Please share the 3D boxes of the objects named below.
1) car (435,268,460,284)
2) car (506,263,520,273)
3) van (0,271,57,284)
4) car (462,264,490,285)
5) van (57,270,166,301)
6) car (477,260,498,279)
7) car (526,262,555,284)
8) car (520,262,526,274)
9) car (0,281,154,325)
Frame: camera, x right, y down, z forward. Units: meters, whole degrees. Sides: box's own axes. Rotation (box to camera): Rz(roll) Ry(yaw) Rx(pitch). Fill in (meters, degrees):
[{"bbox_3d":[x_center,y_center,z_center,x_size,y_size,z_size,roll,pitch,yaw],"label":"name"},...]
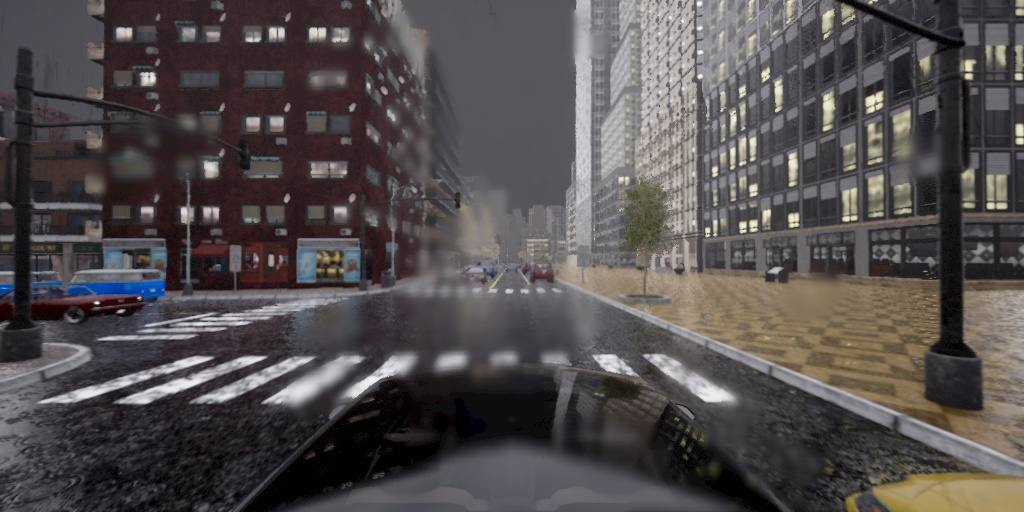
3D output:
[{"bbox_3d":[-5.695,1.709,32.137,2.007,1.370,4.403,0,0,0],"label":"car"},{"bbox_3d":[-0.009,2.063,60.921,2.128,1.511,4.902,0,-1,0],"label":"car"},{"bbox_3d":[-26.307,1.706,18.840,3.998,1.789,1.690,0,0,-1],"label":"van"},{"bbox_3d":[-3.109,1.664,30.638,1.812,1.442,4.674,0,-1,-2],"label":"car"},{"bbox_3d":[-20.769,1.616,18.892,3.998,1.789,1.690,0,0,-1],"label":"van"},{"bbox_3d":[-3.104,1.512,41.628,2.150,2.045,5.566,0,-1,0],"label":"car"},{"bbox_3d":[2.685,1.473,32.138,2.192,1.841,5.009,0,0,0],"label":"car"},{"bbox_3d":[2.682,1.788,54.241,2.192,1.841,5.009,0,0,0],"label":"car"},{"bbox_3d":[-16.550,1.753,13.149,4.718,1.301,1.895,-1,-1,-1],"label":"car"}]
